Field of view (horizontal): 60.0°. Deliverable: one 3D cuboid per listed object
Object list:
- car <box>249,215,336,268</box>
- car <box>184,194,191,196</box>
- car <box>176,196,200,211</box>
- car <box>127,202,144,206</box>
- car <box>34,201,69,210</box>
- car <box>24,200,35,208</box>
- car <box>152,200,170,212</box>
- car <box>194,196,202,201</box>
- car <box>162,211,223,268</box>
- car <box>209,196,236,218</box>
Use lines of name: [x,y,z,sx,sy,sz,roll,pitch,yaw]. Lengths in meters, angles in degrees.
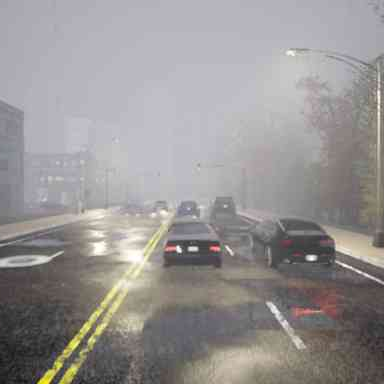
car: [3.233,1.564,11.516,1.837,1.490,4.892,0,0,-1]
car: [-1.489,1.527,95.292,2.150,2.045,5.566,0,0,-1]
car: [-0.333,1.516,31.389,2.097,1.767,4.553,0,0,-1]
car: [-7.110,1.479,42.079,2.033,1.411,5.357,0,0,-1]
car: [-20.696,2.083,49.915,4.313,1.339,1.947,-1,1,-1]
car: [-29.169,2.125,58.288,4.403,1.369,2.008,-1,1,-1]
car: [-3.857,1.745,41.628,1.812,1.442,4.674,0,0,-1]
car: [1.761,1.827,95.314,2.128,1.511,4.902,0,0,-1]
car: [-0.012,1.608,11.541,2.033,1.411,5.357,0,0,-1]
car: [2.906,1.388,32.106,2.150,2.045,5.566,0,0,-1]
